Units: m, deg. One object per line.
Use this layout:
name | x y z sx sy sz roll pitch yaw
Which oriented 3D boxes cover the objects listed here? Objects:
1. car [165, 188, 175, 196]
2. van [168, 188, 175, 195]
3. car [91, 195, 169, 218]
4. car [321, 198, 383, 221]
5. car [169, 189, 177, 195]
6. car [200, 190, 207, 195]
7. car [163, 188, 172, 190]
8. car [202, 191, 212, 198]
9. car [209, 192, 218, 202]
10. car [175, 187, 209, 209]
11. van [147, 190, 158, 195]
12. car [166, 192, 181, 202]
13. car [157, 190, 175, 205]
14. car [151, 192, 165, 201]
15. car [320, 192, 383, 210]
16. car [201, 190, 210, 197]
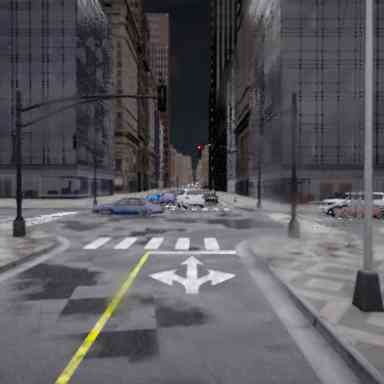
car | -5.401 -0.043 82.997 2.192 1.841 5.009 0 1 0
van | -5.363 -0.119 88.646 1.690 1.788 3.998 0 1 0
car | -4.737 1.144 25.154 5.357 1.411 2.033 1 1 0
car | 12.434 1.373 25.056 4.181 1.385 1.994 1 1 0
car | -5.326 -0.017 94.296 1.887 1.381 4.507 0 1 0
car | 3.198 0.021 94.243 1.802 1.307 4.206 0 1 0
car | -5.515 0.379 66.056 1.967 1.590 4.097 0 1 0
car | 3.009 0.521 66.003 1.802 1.307 4.206 0 1 0
car | 2.895 0.790 49.058 1.947 1.339 4.313 0 1 0
car | -0.115 0.674 35.157 2.150 2.045 5.566 -2 1 -10
van | -5.629 0.565 49.111 1.690 1.788 3.998 0 1 0
car | -2.835 0.747 51.572 1.994 1.385 4.181 0 1 1
car | -2.916 0.824 41.614 1.882 1.535 5.008 0 1 0
car | -5.592 0.712 54.763 1.802 1.307 4.206 0 1 0
car | 13.872 1.014 28.303 5.566 2.045 2.150 1 1 0
car | 3.085 0.287 77.299 1.887 1.381 4.507 0 1 0
